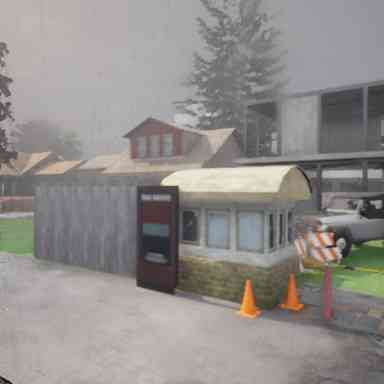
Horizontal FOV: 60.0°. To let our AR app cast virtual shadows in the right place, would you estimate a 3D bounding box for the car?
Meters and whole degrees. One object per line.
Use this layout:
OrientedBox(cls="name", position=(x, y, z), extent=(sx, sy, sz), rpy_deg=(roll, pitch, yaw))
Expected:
OrientedBox(cls="car", position=(5.154, 0.960, 10.781), extent=(3.866, 1.878, 1.905), rpy_deg=(0, 0, -20))
